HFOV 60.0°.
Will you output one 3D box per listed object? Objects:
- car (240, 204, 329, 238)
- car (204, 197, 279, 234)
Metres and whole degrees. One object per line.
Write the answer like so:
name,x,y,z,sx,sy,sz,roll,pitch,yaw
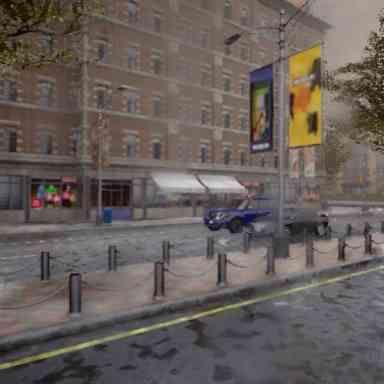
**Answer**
car,5.185,1.568,17.394,4.902,1.511,2.128,0,0,-35
car,3.339,1.351,20.373,5.566,2.045,2.150,0,0,-35
